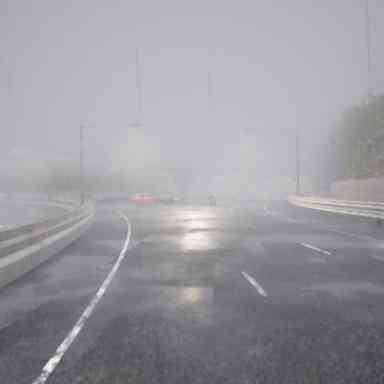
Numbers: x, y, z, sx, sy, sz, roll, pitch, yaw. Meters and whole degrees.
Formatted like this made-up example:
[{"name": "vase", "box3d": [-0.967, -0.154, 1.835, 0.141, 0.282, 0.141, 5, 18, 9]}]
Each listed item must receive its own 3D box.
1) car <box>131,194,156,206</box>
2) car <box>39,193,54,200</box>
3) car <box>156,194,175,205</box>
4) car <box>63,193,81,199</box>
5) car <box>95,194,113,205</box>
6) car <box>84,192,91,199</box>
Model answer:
[{"name": "car", "box3d": [-7.068, 0.993, 46.381, 2.097, 1.767, 4.553, -1, 1, -25]}, {"name": "car", "box3d": [-33.516, 1.122, 76.969, 4.892, 1.490, 1.837, 0, 1, 41]}, {"name": "car", "box3d": [-4.123, 1.085, 48.351, 2.128, 1.511, 4.902, -1, 1, -25]}, {"name": "car", "box3d": [-28.093, 1.122, 76.560, 4.181, 1.385, 1.994, 0, 1, 44]}, {"name": "car", "box3d": [-13.741, 1.163, 51.766, 1.837, 1.490, 4.892, 0, 0, -29]}, {"name": "car", "box3d": [-25.938, 0.873, 79.346, 4.553, 1.767, 2.097, 0, 1, 44]}]
